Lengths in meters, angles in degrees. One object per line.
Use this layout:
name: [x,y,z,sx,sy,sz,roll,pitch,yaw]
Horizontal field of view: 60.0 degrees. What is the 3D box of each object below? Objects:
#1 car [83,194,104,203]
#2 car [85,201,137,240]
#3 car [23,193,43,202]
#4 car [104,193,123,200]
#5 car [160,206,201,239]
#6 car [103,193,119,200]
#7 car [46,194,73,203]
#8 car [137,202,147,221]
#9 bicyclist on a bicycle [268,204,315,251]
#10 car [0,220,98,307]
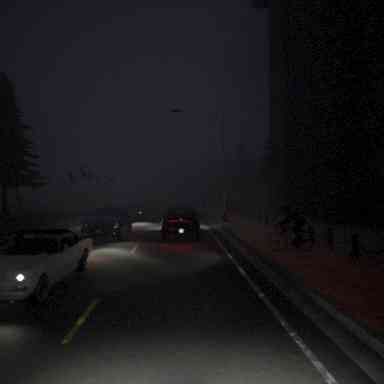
car: [-20.257,1.486,67.235,3.633,1.501,1.845,-1,0,-3]
car: [-4.303,1.494,17.376,1.882,1.535,5.008,-1,0,-3]
car: [-39.300,1.587,81.397,3.633,1.501,1.845,-1,0,-3]
car: [-20.927,1.192,85.806,4.605,1.855,1.932,-1,0,-3]
car: [-0.594,1.487,17.339,1.837,1.490,4.892,-1,0,-3]
car: [-21.465,1.173,88.691,3.866,1.878,1.905,-1,0,-3]
car: [-27.800,1.562,69.891,3.806,1.475,1.970,-1,0,-3]
car: [-4.713,1.533,27.143,1.812,1.442,4.674,-1,0,-2]
bicyclist on a bicycle: [3.437,1.254,11.532,1.656,1.620,0.582,-1,0,-2]
car: [-3.901,1.626,8.092,1.895,1.301,4.718,-1,0,-2]
